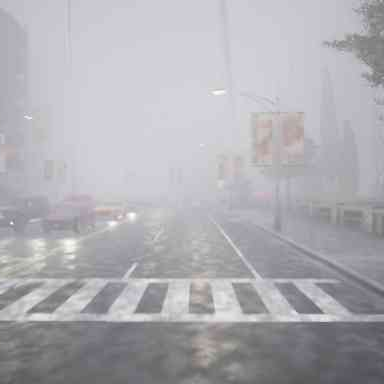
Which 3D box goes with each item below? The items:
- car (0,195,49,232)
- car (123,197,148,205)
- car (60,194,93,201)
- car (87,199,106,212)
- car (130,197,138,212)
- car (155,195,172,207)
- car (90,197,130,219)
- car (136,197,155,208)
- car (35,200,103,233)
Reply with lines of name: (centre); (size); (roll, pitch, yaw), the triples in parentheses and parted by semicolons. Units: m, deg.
car: (-10.602, 1.233, 20.398); (2.150, 2.045, 5.566); (0, 0, 0)
car: (-10.402, 1.582, 60.881); (2.033, 1.411, 5.357); (0, 0, -43)
car: (-10.587, 1.239, 30.489); (2.150, 2.045, 5.566); (0, 0, 0)
car: (-11.653, 1.571, 40.887); (2.033, 1.411, 5.357); (0, 0, -14)
car: (-7.720, 1.623, 39.344); (1.895, 1.301, 4.718); (0, 0, -10)
car: (-4.925, 1.382, 52.547); (2.097, 1.767, 4.553); (0, 0, -29)
car: (-7.109, 1.494, 29.408); (1.882, 1.535, 5.008); (0, 0, 0)
car: (-7.580, 1.629, 50.062); (1.895, 1.301, 4.718); (0, 0, -25)
car: (-7.105, 1.489, 19.863); (1.882, 1.535, 5.008); (0, 0, 0)
